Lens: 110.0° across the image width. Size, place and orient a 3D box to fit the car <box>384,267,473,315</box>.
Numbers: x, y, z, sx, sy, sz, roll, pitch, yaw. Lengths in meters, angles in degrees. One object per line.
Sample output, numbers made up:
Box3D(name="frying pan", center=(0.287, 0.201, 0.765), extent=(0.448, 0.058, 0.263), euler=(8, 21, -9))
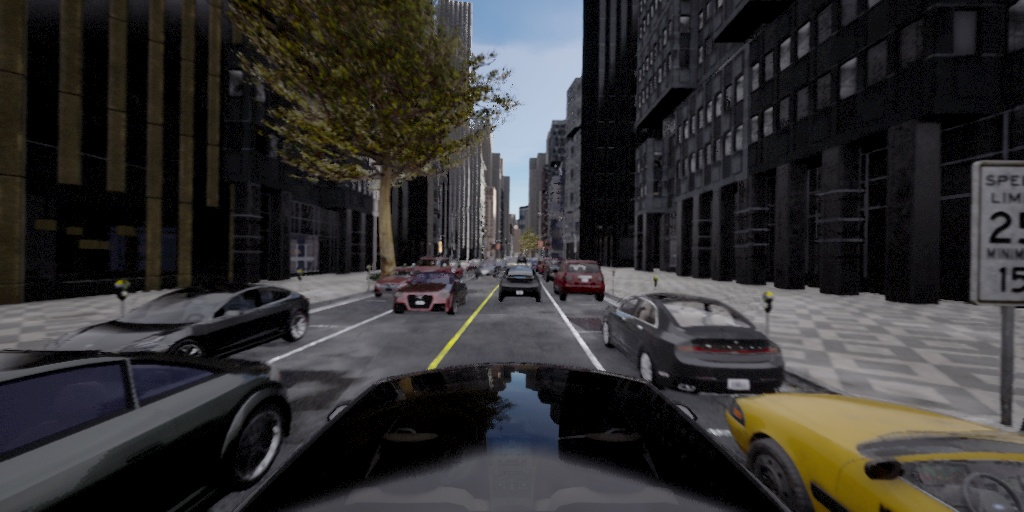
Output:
Box3D(name="car", center=(-2.826, 1.274, 13.201), extent=(1.994, 1.385, 4.181), euler=(1, 0, 2))

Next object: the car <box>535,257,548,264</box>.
Box3D(name="car", center=(3.621, 1.131, 34.146), extent=(2.192, 1.841, 5.009), euler=(0, 0, 2))

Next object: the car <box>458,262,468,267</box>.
Box3D(name="car", center=(-5.056, 1.123, 28.870), extent=(1.967, 1.591, 4.097), euler=(0, 0, 2))

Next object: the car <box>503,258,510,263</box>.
Box3D(name="car", center=(-1.682, 1.354, 50.167), extent=(1.994, 1.385, 4.181), euler=(1, 0, 2))

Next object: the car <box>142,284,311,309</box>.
Box3D(name="car", center=(-5.678, 1.232, 6.827), extent=(1.948, 1.339, 4.313), euler=(0, 0, 2))

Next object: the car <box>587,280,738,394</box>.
Box3D(name="car", center=(2.844, 1.344, 6.595), extent=(2.007, 1.370, 4.403), euler=(0, 0, 2))

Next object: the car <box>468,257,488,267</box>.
Box3D(name="car", center=(-4.589, 1.139, 45.403), extent=(1.967, 1.591, 4.097), euler=(0, 0, 2))

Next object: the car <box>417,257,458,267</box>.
Box3D(name="car", center=(-5.211, 0.993, 23.359), extent=(2.192, 1.841, 5.009), euler=(0, 0, 2))

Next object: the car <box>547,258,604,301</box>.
Box3D(name="car", center=(3.154, 1.117, 17.615), extent=(2.192, 1.841, 5.009), euler=(0, 0, 2))

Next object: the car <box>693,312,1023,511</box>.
Box3D(name="car", center=(2.693, 1.316, 1.254), extent=(1.751, 1.417, 4.829), euler=(0, 0, 2))

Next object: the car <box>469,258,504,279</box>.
Box3D(name="car", center=(-2.209, 1.220, 32.619), extent=(2.128, 1.511, 4.902), euler=(1, 0, 2))

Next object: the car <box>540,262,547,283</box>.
Box3D(name="car", center=(3.465, 1.377, 28.636), extent=(1.948, 1.339, 4.313), euler=(0, 0, 2))

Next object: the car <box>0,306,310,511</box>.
Box3D(name="car", center=(-3.147, 1.267, 1.733), extent=(1.994, 1.385, 4.181), euler=(1, 0, 2))

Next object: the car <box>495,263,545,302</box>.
Box3D(name="car", center=(0.393, 1.269, 17.266), extent=(1.837, 1.490, 4.892), euler=(1, 0, 2))

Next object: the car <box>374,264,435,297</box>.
Box3D(name="car", center=(-5.367, 1.256, 17.848), extent=(1.802, 1.307, 4.207), euler=(0, 0, 2))

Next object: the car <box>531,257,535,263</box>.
Box3D(name="car", center=(3.932, 1.142, 45.167), extent=(2.192, 1.841, 5.009), euler=(0, 0, 2))
